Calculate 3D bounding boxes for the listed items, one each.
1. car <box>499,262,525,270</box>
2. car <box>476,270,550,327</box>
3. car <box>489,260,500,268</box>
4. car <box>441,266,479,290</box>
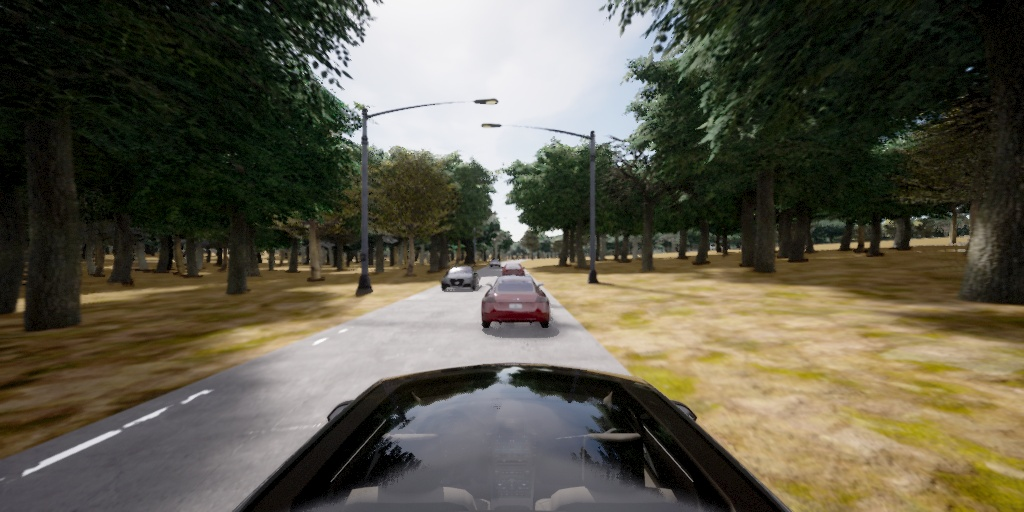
[{"bbox_3d":[0.102,1.285,28.820,1.812,1.442,4.674,0,0,0],"label":"car"},{"bbox_3d":[0.101,1.315,11.617,1.994,1.385,4.181,0,0,0],"label":"car"},{"bbox_3d":[-2.996,1.362,63.774,2.033,1.411,5.357,0,0,1],"label":"car"},{"bbox_3d":[-3.091,1.320,22.131,1.994,1.385,4.181,0,0,0],"label":"car"}]
